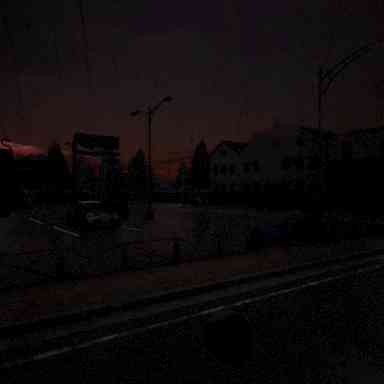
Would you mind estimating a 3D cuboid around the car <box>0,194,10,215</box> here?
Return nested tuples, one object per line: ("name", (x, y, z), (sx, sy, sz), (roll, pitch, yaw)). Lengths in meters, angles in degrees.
("car", (-17.955, 1.113, 29.821), (1.932, 1.855, 4.605), (0, 0, -36))

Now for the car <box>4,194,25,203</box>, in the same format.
("car", (-39.017, 1.328, 73.206), (3.866, 1.878, 1.905), (0, 0, -36))

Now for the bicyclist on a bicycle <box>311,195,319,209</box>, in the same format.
("bicyclist on a bicycle", (13.626, 1.124, 36.816), (1.656, 1.620, 0.582), (0, 0, -35))

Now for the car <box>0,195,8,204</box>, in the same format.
("car", (-39.242, 1.495, 66.078), (4.611, 1.667, 2.242), (0, 0, -36))

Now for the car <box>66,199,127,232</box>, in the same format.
("car", (-5.347, 1.248, 17.869), (1.970, 1.475, 3.806), (0, 0, -36))

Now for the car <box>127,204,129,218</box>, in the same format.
("car", (-6.480, 1.313, 25.732), (2.007, 1.523, 4.514), (0, 0, -36))

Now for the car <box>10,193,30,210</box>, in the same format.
("car", (-19.870, 1.092, 38.130), (1.905, 1.878, 3.866), (0, 0, -36))

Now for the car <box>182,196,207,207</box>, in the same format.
("car", (0.407, 1.349, 48.836), (1.812, 1.442, 4.674), (0, 0, -36))
